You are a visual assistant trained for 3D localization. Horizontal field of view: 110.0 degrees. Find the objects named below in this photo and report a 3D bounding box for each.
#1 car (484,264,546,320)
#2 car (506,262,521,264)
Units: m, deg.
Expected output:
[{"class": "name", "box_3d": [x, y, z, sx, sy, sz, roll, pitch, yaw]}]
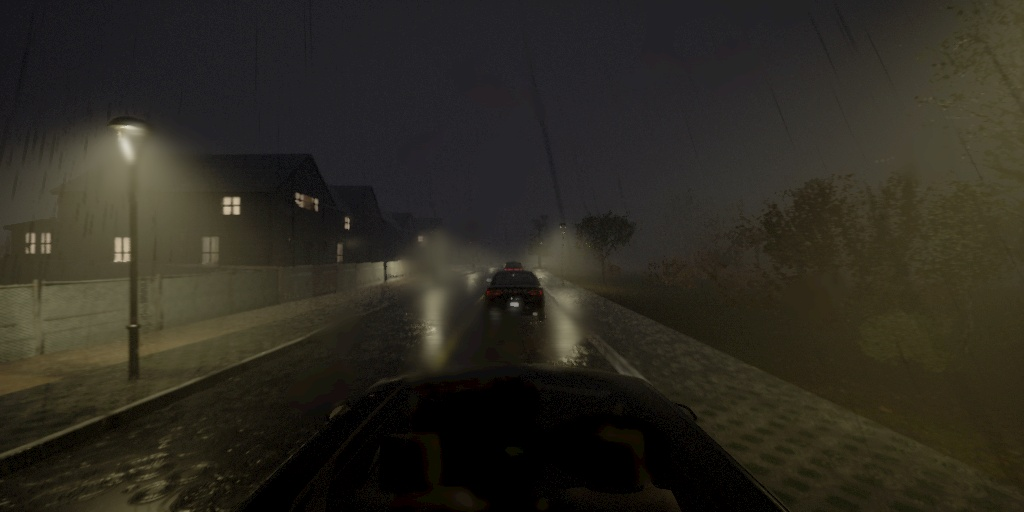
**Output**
[{"class": "car", "box_3d": [0.099, 1.222, 12.638, 1.882, 1.535, 5.008, 0, 0, 0]}, {"class": "car", "box_3d": [0.137, 1.238, 30.694, 1.837, 1.490, 4.892, 0, 0, 1]}]
